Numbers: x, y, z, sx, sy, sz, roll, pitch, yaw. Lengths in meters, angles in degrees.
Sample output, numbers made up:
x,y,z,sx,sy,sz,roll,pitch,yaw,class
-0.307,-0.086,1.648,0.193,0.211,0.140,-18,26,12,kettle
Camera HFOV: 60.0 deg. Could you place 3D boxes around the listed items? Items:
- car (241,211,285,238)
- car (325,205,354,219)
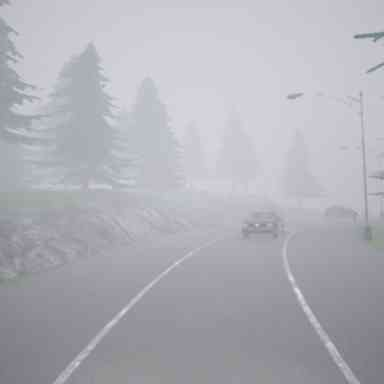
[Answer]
x,y,z,sx,sy,sz,roll,pitch,yaw,class
4.185,1.778,19.195,2.033,1.411,5.357,-2,-2,21,car
17.123,2.295,38.500,4.902,1.511,2.128,2,-6,-44,car
